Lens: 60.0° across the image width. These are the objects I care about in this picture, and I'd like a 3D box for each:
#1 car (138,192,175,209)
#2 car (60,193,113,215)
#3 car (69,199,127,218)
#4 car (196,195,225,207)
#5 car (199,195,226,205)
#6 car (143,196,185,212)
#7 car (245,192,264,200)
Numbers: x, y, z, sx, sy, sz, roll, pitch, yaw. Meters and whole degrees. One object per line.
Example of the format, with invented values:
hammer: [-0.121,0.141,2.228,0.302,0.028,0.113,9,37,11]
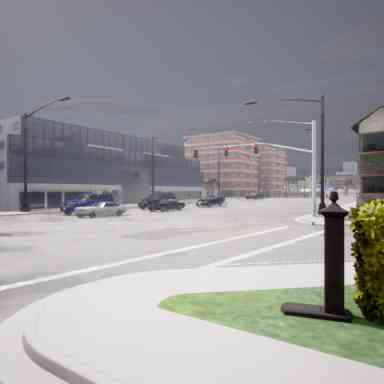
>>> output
car: [-4.219,1.072,41.408,2.150,2.045,5.566,0,1,36]
car: [-10.160,1.171,32.933,2.150,2.045,5.566,0,0,35]
car: [-8.124,1.555,29.736,1.895,1.301,4.718,0,0,35]
car: [2.403,1.217,44.756,2.128,1.511,4.902,0,1,35]
car: [3.271,1.156,52.090,1.895,1.301,4.718,0,2,35]
car: [-2.866,1.493,37.240,1.895,1.301,4.718,0,1,35]
car: [12.300,0.756,64.870,2.033,1.411,5.357,0,1,35]
